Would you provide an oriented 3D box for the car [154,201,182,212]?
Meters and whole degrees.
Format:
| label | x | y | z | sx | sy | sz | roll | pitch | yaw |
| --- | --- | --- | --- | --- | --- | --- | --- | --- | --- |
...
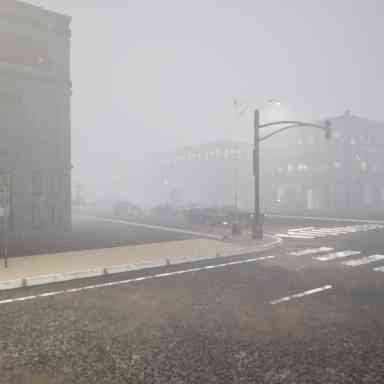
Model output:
| label | x | y | z | sx | sy | sz | roll | pitch | yaw |
| --- | --- | --- | --- | --- | --- | --- | --- | --- | --- |
| car | -3.330 | 1.965 | 45.594 | 1.802 | 1.307 | 4.206 | -2 | 0 | -36 |

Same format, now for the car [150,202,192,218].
| label | x | y | z | sx | sy | sz | roll | pitch | yaw |
| --- | --- | --- | --- | --- | --- | --- | --- | --- | --- |
| car | -2.402 | 1.933 | 34.349 | 1.895 | 1.301 | 4.718 | -1 | 0 | -36 |

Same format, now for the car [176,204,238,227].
| label | x | y | z | sx | sy | sz | roll | pitch | yaw |
| --- | --- | --- | --- | --- | --- | --- | --- | --- | --- |
| car | 1.035 | 1.814 | 24.856 | 1.947 | 1.339 | 4.313 | -2 | 0 | -36 |

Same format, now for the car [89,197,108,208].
| label | x | y | z | sx | sy | sz | roll | pitch | yaw |
| --- | --- | --- | --- | --- | --- | --- | --- | --- | --- |
| car | -17.164 | 2.121 | 60.515 | 2.128 | 1.511 | 4.902 | -1 | 0 | -36 |

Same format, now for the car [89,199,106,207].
| label | x | y | z | sx | sy | sz | roll | pitch | yaw |
| --- | --- | --- | --- | --- | --- | --- | --- | --- | --- |
| car | -19.419 | 2.227 | 68.114 | 1.887 | 1.381 | 4.507 | -1 | 0 | -36 |

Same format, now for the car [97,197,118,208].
| label | x | y | z | sx | sy | sz | roll | pitch | yaw |
| --- | --- | --- | --- | --- | --- | --- | --- | --- | --- |
| car | -16.207 | 1.939 | 63.610 | 2.192 | 1.841 | 5.009 | -1 | 0 | -36 |

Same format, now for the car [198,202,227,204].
| label | x | y | z | sx | sy | sz | roll | pitch | yaw |
| --- | --- | --- | --- | --- | --- | --- | --- | --- | --- |
| car | 3.103 | 1.809 | 36.587 | 2.008 | 1.369 | 4.403 | -2 | 0 | -36 |

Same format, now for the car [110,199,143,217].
| label | x | y | z | sx | sy | sz | roll | pitch | yaw |
| --- | --- | --- | --- | --- | --- | --- | --- | --- | --- |
| car | -6.935 | 1.846 | 36.217 | 1.967 | 1.590 | 4.097 | -1 | 0 | -36 |

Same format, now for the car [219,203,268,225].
| label | x | y | z | sx | sy | sz | roll | pitch | yaw |
| --- | --- | --- | --- | --- | --- | --- | --- | --- | --- |
| car | 3.615 | 1.814 | 25.925 | 1.895 | 1.301 | 4.718 | -1 | 0 | -36 |

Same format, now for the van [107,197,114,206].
| label | x | y | z | sx | sy | sz | roll | pitch | yaw |
| --- | --- | --- | --- | --- | --- | --- | --- | --- | --- |
| van | -12.989 | 1.906 | 59.106 | 1.690 | 1.788 | 3.998 | -1 | 0 | -36 |

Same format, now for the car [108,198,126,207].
| label | x | y | z | sx | sy | sz | roll | pitch | yaw |
| --- | --- | --- | --- | --- | --- | --- | --- | --- | --- |
| car | -8.727 | 1.933 | 43.225 | 1.882 | 1.535 | 5.008 | -1 | 0 | -35 |

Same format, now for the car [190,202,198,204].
| label | x | y | z | sx | sy | sz | roll | pitch | yaw |
| --- | --- | --- | --- | --- | --- | --- | --- | --- | --- |
| car | -0.114 | 1.903 | 41.091 | 1.802 | 1.307 | 4.206 | -2 | 0 | -36 |
